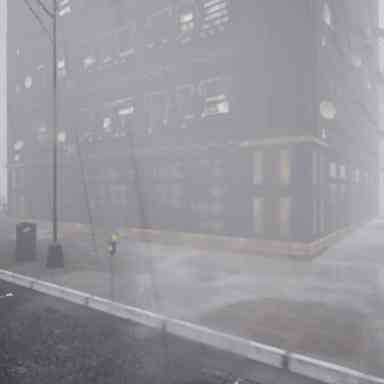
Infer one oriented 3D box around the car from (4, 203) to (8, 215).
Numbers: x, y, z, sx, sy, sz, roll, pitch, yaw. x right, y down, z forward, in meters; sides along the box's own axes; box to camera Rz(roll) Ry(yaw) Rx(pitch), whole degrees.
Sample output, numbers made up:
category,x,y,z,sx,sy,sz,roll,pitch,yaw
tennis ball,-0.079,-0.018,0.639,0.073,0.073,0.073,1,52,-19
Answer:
category,x,y,z,sx,sy,sz,roll,pitch,yaw
car,-12.696,1.215,26.646,1.947,1.339,4.313,1,2,35
